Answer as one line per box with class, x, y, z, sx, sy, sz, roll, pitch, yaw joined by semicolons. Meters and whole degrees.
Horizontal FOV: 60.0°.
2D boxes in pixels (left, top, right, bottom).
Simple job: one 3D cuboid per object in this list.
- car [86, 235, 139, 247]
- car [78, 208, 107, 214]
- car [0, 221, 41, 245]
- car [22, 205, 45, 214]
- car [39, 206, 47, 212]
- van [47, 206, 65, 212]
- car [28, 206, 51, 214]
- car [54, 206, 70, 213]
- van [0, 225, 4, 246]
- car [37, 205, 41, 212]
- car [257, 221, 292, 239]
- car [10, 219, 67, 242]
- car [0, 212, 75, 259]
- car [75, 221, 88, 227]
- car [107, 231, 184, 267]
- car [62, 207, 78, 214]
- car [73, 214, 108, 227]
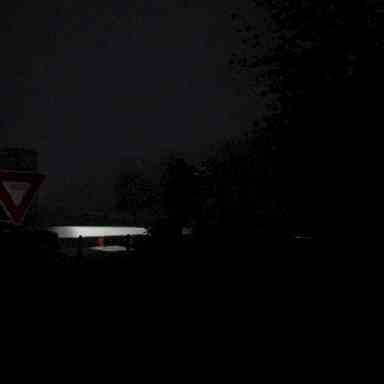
car;-5.592;4.423;24.158;5.566;2.045;2.435;1;1;17
car;-17.905;4.054;61.805;2.435;2.045;5.566;1;1;19
car;-18.876;4.232;34.622;5.566;2.045;2.435;0;0;17
car;-36.626;3.917;76.913;2.185;1.767;4.553;1;1;19
car;-29.618;4.140;71.237;2.097;1.535;5.008;1;1;19
van;-27.317;3.949;69.235;1.878;1.987;4.442;1;1;19
car;-34.306;4.115;75.000;2.002;1.452;4.674;0;1;19
car;-24.947;4.246;67.468;2.002;1.452;4.674;0;1;19
van;-20.809;4.259;32.301;4.442;1.987;1.878;0;0;17
car;-31.983;3.982;73.086;2.185;1.767;4.553;0;1;19
car;7.329;3.355;29.550;1.812;1.442;4.674;1;-4;36
car;-17.082;4.232;36.975;5.566;2.045;2.435;0;0;17
car;-6.844;1.606;11.361;2.128;1.511;4.902;1;-2;31
car;-15.290;4.512;39.339;4.792;1.488;2.163;0;0;17
car;-3.705;4.423;26.568;5.566;2.045;2.435;1;1;17
car;-22.539;4.233;65.768;1.946;1.575;5.366;0;1;19
car;-13.552;4.231;41.683;5.566;2.045;2.435;0;0;17
